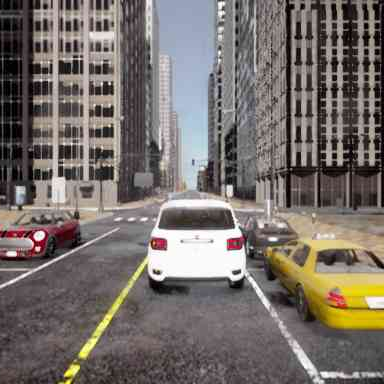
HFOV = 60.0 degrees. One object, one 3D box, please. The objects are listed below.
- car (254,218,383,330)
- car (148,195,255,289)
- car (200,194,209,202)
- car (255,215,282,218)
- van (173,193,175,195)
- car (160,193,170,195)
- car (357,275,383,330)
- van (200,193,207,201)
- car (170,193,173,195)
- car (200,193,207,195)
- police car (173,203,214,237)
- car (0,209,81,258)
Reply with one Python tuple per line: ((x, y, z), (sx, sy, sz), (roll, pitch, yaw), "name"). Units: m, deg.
((2.694, 1.520, 6.999), (1.752, 1.417, 4.829), (0, 0, 0), "car")
((0.102, 1.214, 9.283), (2.150, 2.045, 5.566), (0, 0, 0), "car")
((2.711, 1.302, 73.125), (1.967, 1.590, 4.097), (0, 0, 0), "car")
((2.695, 1.539, 12.497), (2.008, 1.369, 4.403), (0, 0, 0), "car")
((-5.665, 1.166, 84.501), (1.690, 1.788, 3.998), (0, 0, 0), "van")
((-5.767, 1.337, 61.761), (1.967, 1.590, 4.097), (0, 0, 0), "car")
((2.692, 1.550, 1.159), (2.008, 1.369, 4.403), (0, 0, 0), "car")
((2.713, 1.185, 78.810), (1.690, 1.788, 3.998), (0, 0, 0), "van")
((-5.699, 1.195, 67.446), (2.192, 1.841, 5.009), (0, 0, 0), "car")
((2.804, 1.337, 61.758), (1.967, 1.590, 4.097), (0, 0, 0), "car")
((0.102, 1.484, 19.203), (2.038, 1.542, 4.974), (0, 0, 1), "police car")
((-5.685, 1.429, 12.498), (1.967, 1.590, 4.097), (0, 0, 0), "car")
